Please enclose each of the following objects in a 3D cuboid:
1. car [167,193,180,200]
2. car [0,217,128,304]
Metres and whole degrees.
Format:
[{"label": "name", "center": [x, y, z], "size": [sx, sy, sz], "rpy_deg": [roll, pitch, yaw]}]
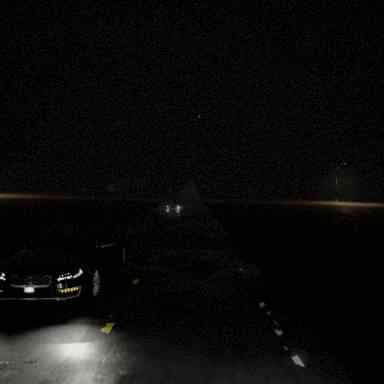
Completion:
[{"label": "car", "center": [-2.735, 0.726, 49.813], "size": [1.812, 1.442, 4.674], "rpy_deg": [0, 1, 0]}, {"label": "car", "center": [-2.850, 1.443, 8.252], "size": [1.837, 1.490, 4.892], "rpy_deg": [0, 0, 0]}]
